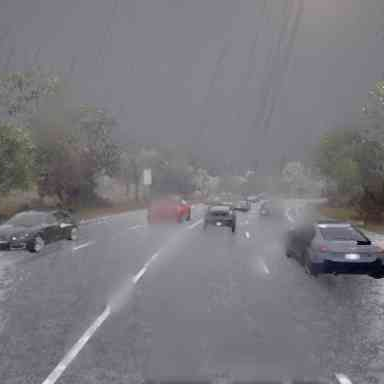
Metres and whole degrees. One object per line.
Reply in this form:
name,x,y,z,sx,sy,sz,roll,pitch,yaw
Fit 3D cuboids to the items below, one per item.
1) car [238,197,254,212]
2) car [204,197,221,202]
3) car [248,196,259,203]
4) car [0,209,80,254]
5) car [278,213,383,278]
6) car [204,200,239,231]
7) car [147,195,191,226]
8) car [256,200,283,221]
car,5.714,1.595,38.663,1.994,1.385,4.181,0,0,16
car,3.425,1.521,54.421,1.837,1.490,4.892,0,0,21
car,11.546,1.535,64.355,1.882,1.535,5.008,0,0,26
car,-6.295,1.487,13.607,1.837,1.490,4.892,0,0,6
car,4.154,1.581,10.286,1.994,1.385,4.181,0,0,4
car,1.846,1.517,20.836,1.837,1.490,4.892,0,0,8
car,-1.457,1.221,23.734,2.150,2.045,5.566,0,0,10
car,6.556,1.580,27.554,2.033,1.411,5.357,0,0,11
